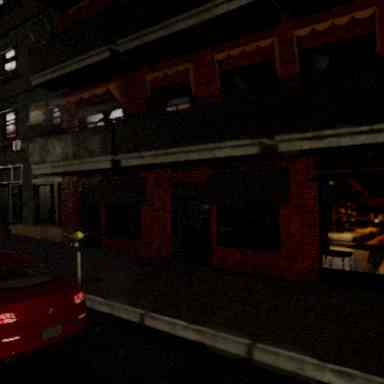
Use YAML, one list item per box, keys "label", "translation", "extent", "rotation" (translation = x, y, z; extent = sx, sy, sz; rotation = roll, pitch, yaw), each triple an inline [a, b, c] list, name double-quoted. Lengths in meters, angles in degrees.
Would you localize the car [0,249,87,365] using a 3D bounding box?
- label: "car"
  translation: [-3.412, 1.580, 5.325]
  extent: [4.206, 1.307, 1.802]
  rotation: [0, -1, 36]
